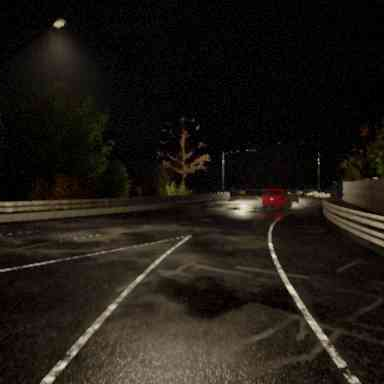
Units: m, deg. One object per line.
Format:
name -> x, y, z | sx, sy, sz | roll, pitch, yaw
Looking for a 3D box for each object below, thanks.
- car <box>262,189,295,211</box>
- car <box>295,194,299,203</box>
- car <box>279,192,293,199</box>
car -> 8.607, 0.747, 33.532 | 2.150, 2.045, 5.566 | 1, 1, 26
car -> 14.757, 0.921, 49.202 | 1.895, 1.301, 4.718 | 0, 1, 17
car -> 18.607, 0.672, 65.808 | 1.994, 1.385, 4.181 | 0, 1, 7
